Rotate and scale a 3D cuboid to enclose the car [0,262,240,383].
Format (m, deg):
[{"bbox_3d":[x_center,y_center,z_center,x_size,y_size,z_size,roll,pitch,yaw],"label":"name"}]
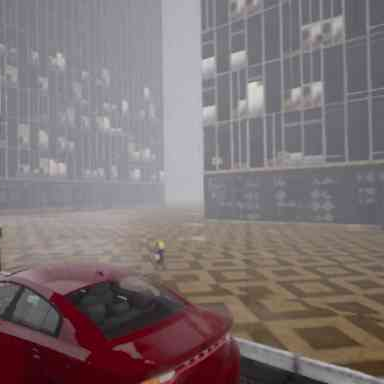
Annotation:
[{"bbox_3d":[-1.630,1.548,4.054,4.507,1.381,1.887,0,-1,36],"label":"car"}]
